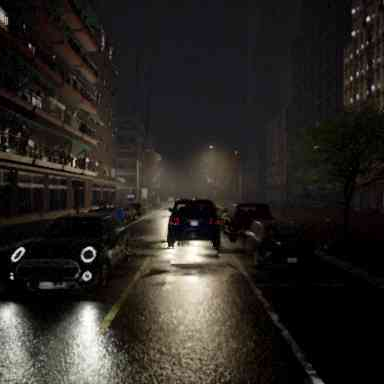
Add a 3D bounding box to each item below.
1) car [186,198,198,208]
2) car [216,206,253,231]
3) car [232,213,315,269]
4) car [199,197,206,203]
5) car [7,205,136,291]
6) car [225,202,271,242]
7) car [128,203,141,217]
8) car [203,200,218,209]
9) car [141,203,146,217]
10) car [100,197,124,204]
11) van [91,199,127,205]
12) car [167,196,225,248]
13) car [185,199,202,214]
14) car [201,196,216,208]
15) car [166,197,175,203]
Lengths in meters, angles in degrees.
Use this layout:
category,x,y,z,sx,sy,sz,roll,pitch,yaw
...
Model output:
category,x,y,z,sx,sy,sz,roll,pitch,yaw
car,0.109,1.821,56.029,1.837,1.490,4.892,0,-1,2
car,2.706,1.683,22.179,1.947,1.339,4.313,0,0,0
car,2.699,1.609,11.134,2.008,1.369,4.403,0,0,0
car,2.746,2.071,87.704,1.887,1.381,4.507,0,0,0
car,-3.095,1.400,9.302,2.097,1.767,4.553,0,0,0
car,2.703,1.402,16.659,2.192,1.841,5.009,0,0,0
car,-5.672,1.672,27.538,1.752,1.417,4.829,0,0,0
car,2.723,1.847,49.793,1.947,1.339,4.313,0,0,0
car,-5.668,1.746,33.231,1.947,1.339,4.313,0,0,0
car,-16.383,1.736,68.312,4.403,1.369,2.008,1,-1,-1
van,-5.675,1.458,22.186,1.690,1.788,3.998,0,0,0
car,0.058,1.302,15.308,2.150,2.045,5.566,0,0,-1
car,0.123,1.694,39.419,1.882,1.535,5.008,0,0,0
car,2.727,1.630,55.318,2.192,1.841,5.009,0,0,0
car,-5.634,2.077,87.709,2.008,1.369,4.403,0,0,0
